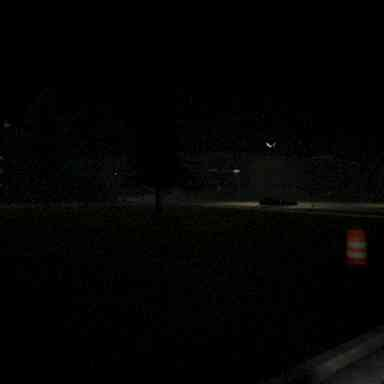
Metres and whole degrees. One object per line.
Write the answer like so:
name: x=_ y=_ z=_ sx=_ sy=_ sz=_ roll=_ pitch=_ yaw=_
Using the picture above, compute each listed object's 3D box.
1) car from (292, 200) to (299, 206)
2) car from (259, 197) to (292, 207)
car: x=16.012 y=1.704 z=57.287 sx=1.895 sy=1.301 sz=4.718 roll=0 pitch=0 yaw=-35
car: x=13.392 y=1.574 z=54.920 sx=1.882 sy=1.535 sz=5.008 roll=0 pitch=0 yaw=-35
